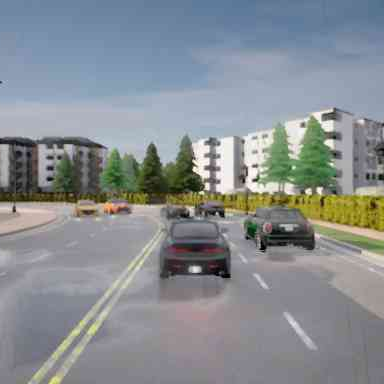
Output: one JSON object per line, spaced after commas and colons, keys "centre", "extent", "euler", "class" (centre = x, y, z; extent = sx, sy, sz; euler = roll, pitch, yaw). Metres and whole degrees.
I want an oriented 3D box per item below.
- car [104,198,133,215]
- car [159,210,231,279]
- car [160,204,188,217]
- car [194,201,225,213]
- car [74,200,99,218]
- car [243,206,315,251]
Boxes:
{"centre": [-7.799, 1.434, 35.036], "extent": [2.097, 1.767, 4.553], "euler": [0, 0, -26], "class": "car"}
{"centre": [0.082, 1.530, 10.082], "extent": [1.837, 1.490, 4.892], "euler": [0, 0, 0], "class": "car"}
{"centre": [-1.613, 1.669, 28.864], "extent": [1.895, 1.301, 4.718], "euler": [0, 0, -14], "class": "car"}
{"centre": [1.494, 1.577, 30.429], "extent": [1.837, 1.490, 4.892], "euler": [1, 0, -15], "class": "car"}
{"centre": [-10.147, 1.552, 31.835], "extent": [1.882, 1.535, 5.008], "euler": [0, 0, -24], "class": "car"}
{"centre": [3.554, 1.386, 14.341], "extent": [2.097, 1.767, 4.553], "euler": [0, 0, -1], "class": "car"}
